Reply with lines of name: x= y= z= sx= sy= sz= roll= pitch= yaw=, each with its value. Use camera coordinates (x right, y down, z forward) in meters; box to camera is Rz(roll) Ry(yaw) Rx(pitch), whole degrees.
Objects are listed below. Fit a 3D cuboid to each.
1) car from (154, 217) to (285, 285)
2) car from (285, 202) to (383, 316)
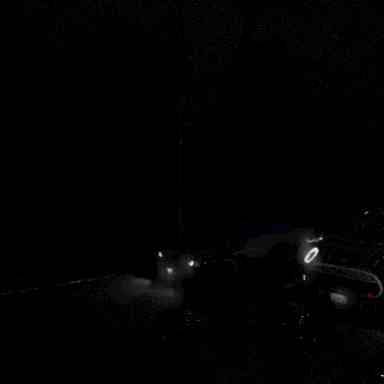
car: x=1.640 y=1.455 z=9.503 sx=5.357 sy=1.411 sz=2.033 roll=-1 pitch=1 yaw=-36
car: x=4.395 y=1.230 z=7.174 sx=4.553 sy=1.767 sz=2.097 roll=-2 pitch=1 yaw=-36
